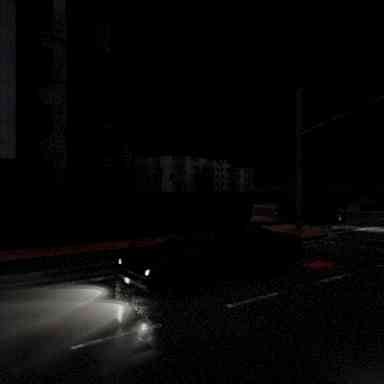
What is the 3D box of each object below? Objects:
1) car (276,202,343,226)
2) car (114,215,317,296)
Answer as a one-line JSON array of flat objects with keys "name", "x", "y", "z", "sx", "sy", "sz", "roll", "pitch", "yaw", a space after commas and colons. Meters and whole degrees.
[{"name": "car", "x": 8.270, "y": 1.493, "z": 23.765, "sx": 2.128, "sy": 1.511, "sz": 4.902, "roll": 0, "pitch": 0, "yaw": -35}, {"name": "car", "x": 0.747, "y": 1.547, "z": 8.830, "sx": 5.357, "sy": 1.411, "sz": 2.033, "roll": 0, "pitch": 0, "yaw": -36}]
